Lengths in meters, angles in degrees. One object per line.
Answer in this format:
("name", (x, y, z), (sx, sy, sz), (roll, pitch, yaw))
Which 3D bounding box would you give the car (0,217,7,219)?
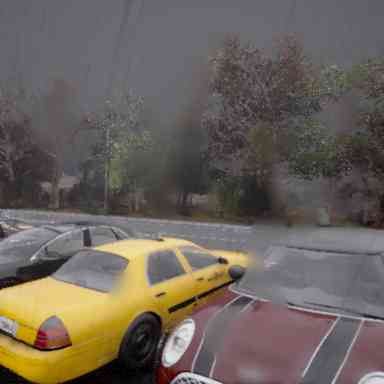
("car", (-5.188, 1.414, 8.840), (2.231, 1.521, 4.892), (0, 1, 36))

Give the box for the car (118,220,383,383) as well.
("car", (1.610, 1.330, 4.026), (2.185, 1.767, 4.553), (0, 1, 36))

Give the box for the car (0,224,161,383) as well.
("car", (-0.559, 1.438, 5.767), (1.946, 1.575, 5.366), (0, 1, 36))

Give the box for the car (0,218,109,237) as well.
("car", (-2.922, 1.428, 7.236), (2.231, 1.521, 4.892), (0, 1, 36))
